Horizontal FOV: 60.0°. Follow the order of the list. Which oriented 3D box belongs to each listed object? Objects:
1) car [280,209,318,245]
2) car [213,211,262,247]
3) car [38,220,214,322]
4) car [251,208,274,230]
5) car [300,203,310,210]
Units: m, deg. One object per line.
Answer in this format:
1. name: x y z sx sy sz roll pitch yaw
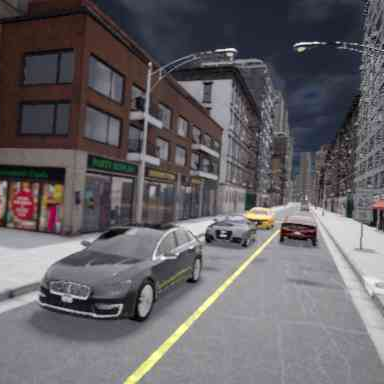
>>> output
1. car: 6.254 2.044 19.441 1.882 1.535 5.008 4 0 19
2. car: 2.056 1.828 16.765 1.994 1.385 4.181 4 0 19
3. car: -1.141 1.484 7.453 1.837 1.490 4.892 4 0 19
4. car: 5.489 2.047 26.689 1.882 1.535 5.008 4 0 19
5. car: 27.527 4.004 81.331 2.033 1.411 5.357 4 0 19
